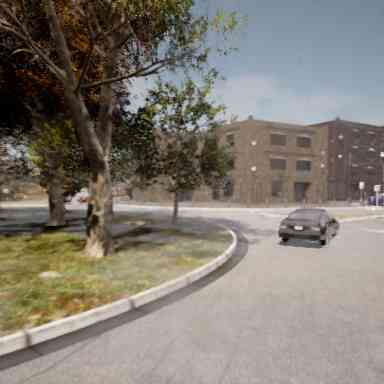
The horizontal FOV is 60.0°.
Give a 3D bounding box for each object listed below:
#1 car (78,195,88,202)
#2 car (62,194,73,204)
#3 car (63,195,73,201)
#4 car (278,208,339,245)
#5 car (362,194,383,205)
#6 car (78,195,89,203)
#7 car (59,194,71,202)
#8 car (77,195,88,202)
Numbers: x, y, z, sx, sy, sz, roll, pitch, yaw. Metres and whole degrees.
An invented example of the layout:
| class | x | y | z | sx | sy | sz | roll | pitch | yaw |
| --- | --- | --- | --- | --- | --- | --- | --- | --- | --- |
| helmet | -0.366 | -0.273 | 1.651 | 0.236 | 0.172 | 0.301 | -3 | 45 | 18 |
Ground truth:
| class | x | y | z | sx | sy | sz | roll | pitch | yaw |
| --- | --- | --- | --- | --- | --- | --- | --- | --- | --- |
| car | -25.171 | 1.494 | 77.078 | 2.128 | 1.511 | 4.902 | 0 | -1 | -17 |
| car | -19.316 | 1.030 | 50.261 | 2.033 | 1.411 | 5.357 | 0 | -1 | -23 |
| car | -27.646 | 1.362 | 74.119 | 1.812 | 1.442 | 4.674 | 0 | -1 | -17 |
| car | 5.544 | 1.476 | 15.452 | 2.033 | 1.411 | 5.357 | 1 | 1 | 31 |
| car | 26.185 | 1.015 | 46.458 | 2.185 | 1.767 | 4.553 | 0 | 1 | -29 |
| car | -16.404 | 1.101 | 51.744 | 1.895 | 1.301 | 4.718 | 0 | -1 | -23 |
| car | -24.732 | 1.231 | 64.906 | 1.837 | 1.490 | 4.892 | 0 | -1 | -17 |
| car | -21.694 | 1.353 | 66.077 | 1.895 | 1.301 | 4.718 | 0 | -1 | -17 |
